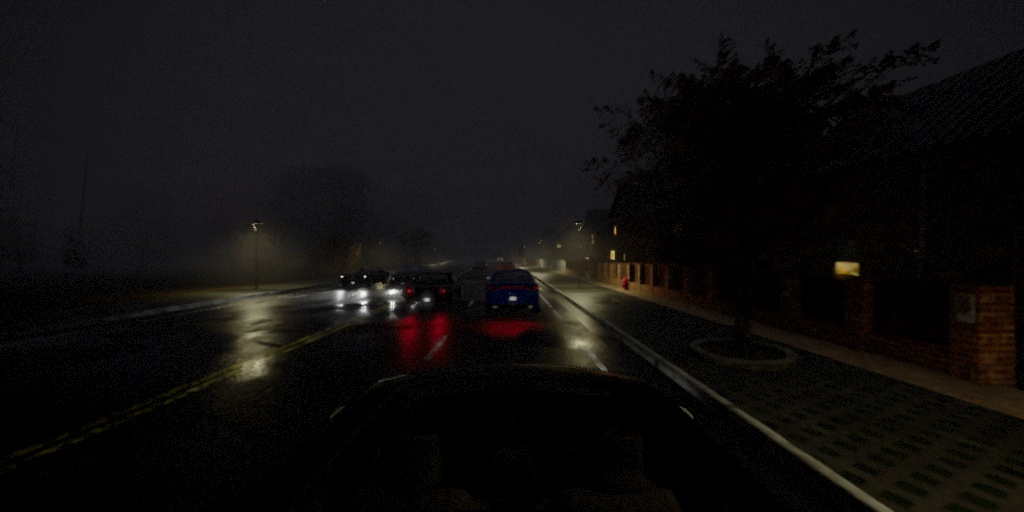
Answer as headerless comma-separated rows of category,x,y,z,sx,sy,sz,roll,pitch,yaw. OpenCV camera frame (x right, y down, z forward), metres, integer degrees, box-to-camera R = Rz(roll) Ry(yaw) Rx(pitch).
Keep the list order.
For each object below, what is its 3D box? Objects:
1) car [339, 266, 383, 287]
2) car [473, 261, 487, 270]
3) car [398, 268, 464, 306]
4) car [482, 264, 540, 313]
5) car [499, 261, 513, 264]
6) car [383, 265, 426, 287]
car,-10.055,1.383,24.781,1.895,1.301,4.718,0,0,-1
car,-4.605,1.360,52.421,1.994,1.385,4.181,0,0,-3
car,-3.269,1.365,15.828,1.895,1.301,4.718,0,0,-1
car,-0.001,1.236,14.167,1.882,1.535,5.008,0,0,-1
car,-0.618,1.254,37.138,1.882,1.535,5.008,0,0,-2
car,-6.806,1.324,24.768,2.033,1.411,5.357,0,0,-1
